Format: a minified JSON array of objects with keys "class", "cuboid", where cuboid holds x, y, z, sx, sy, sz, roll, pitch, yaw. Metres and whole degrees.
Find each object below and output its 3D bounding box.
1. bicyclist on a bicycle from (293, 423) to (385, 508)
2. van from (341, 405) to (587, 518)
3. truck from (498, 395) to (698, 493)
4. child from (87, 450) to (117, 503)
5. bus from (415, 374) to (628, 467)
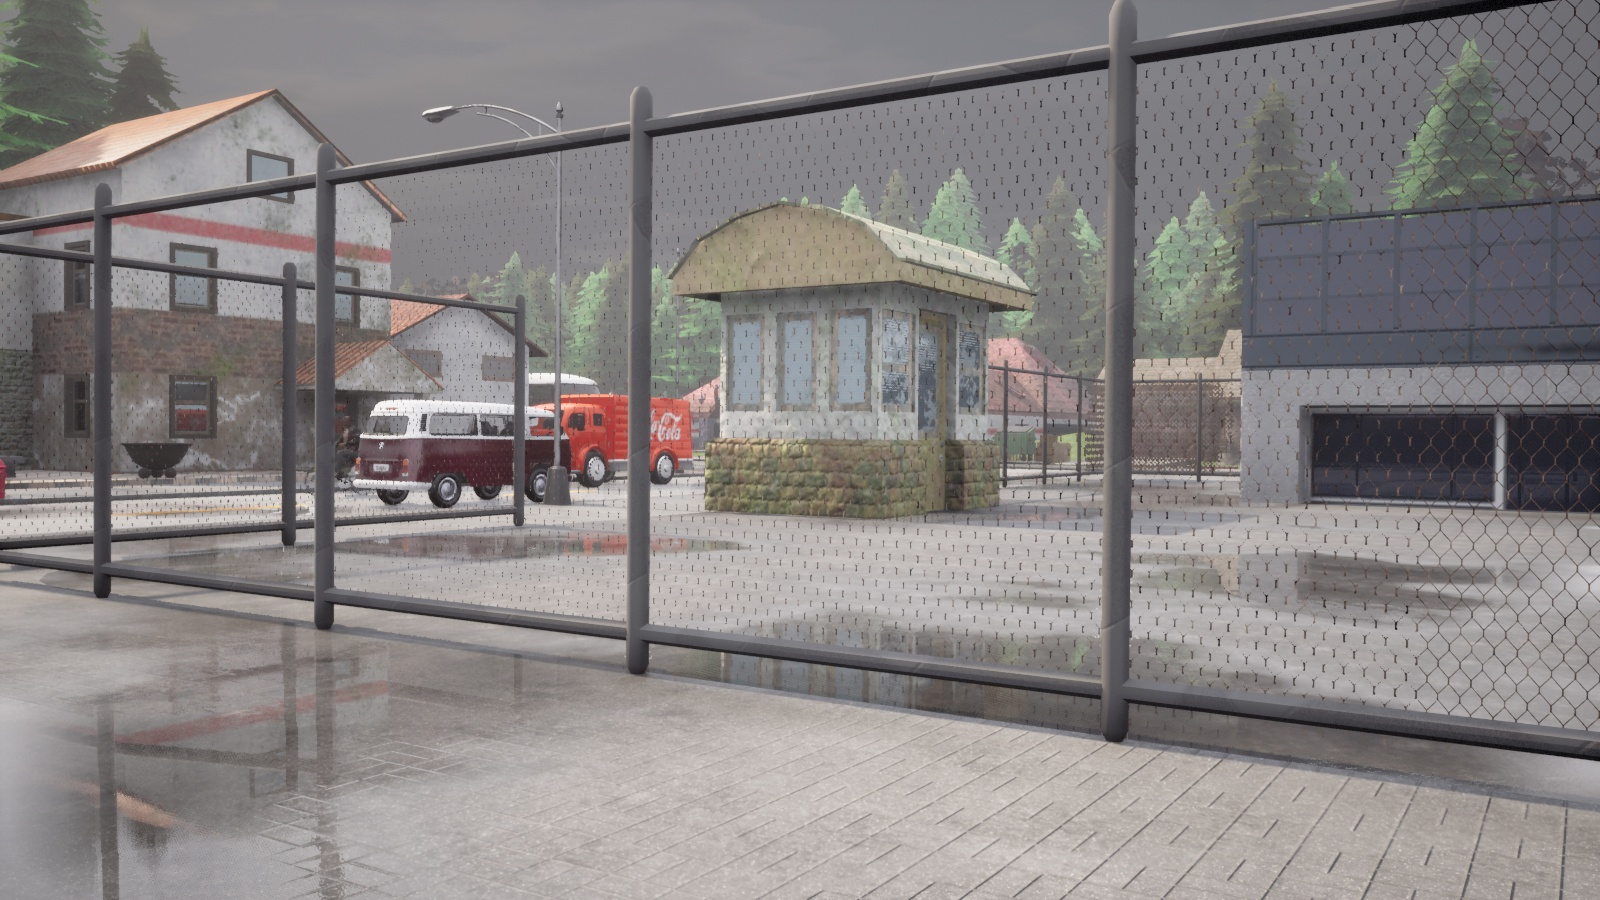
[{"class":"bicyclist on a bicycle","cuboid":[-9.964,0.321,27.222,0.659,1.776,1.843,0,1,32]},{"class":"van","cuboid":[-6.589,0.172,25.099,2.069,2.038,4.480,0,1,33]},{"class":"truck","cuboid":[-5.412,-0.169,34.422,2.627,2.467,5.204,0,0,32]},{"class":"child","cuboid":[-15.354,0.580,27.636,0.299,1.160,0.473,0,1,25]},{"class":"bus","cuboid":[-13.741,-1.362,61.640,10.273,4.253,3.944,0,1,31]}]
